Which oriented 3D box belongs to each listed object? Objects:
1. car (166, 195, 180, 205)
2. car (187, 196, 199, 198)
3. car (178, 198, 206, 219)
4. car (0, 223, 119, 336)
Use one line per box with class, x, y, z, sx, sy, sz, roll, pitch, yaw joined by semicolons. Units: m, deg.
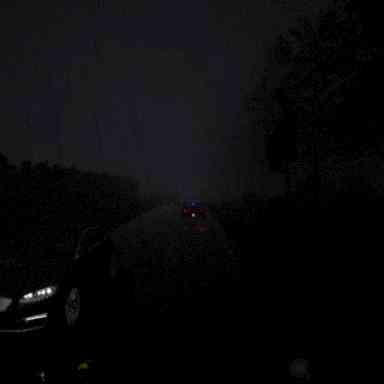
car;-2.800;1.227;49.898;2.033;1.411;5.357;0;0;0
car;0.111;1.223;41.026;1.882;1.535;5.008;0;0;0
car;0.107;1.438;27.459;1.895;1.301;4.718;0;0;0
car;-2.848;1.454;6.944;2.128;1.511;4.902;0;0;0
